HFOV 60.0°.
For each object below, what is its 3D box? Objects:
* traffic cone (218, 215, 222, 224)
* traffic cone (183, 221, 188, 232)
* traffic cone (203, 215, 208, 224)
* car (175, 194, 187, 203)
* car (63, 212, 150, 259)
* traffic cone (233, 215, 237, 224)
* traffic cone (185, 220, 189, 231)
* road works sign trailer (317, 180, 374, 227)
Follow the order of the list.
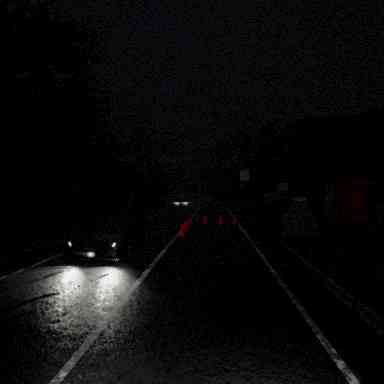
[{"bbox_3d":[1.893,1.858,22.205,0.340,0.580,0.340,0,0,4],"label":"traffic cone"},{"bbox_3d":[-0.494,1.878,16.359,0.340,0.580,0.340,0,0,4],"label":"traffic cone"},{"bbox_3d":[0.902,1.854,22.272,0.340,0.580,0.340,0,0,4],"label":"traffic cone"},{"bbox_3d":[-2.124,1.200,64.375,1.882,1.535,5.008,-1,0,-8],"label":"car"},{"bbox_3d":[-2.866,1.478,12.608,2.033,1.411,5.357,0,0,4],"label":"car"},{"bbox_3d":[2.866,1.863,22.271,0.340,0.580,0.340,0,0,10],"label":"traffic cone"},{"bbox_3d":[-0.360,1.868,18.355,0.340,0.580,0.340,0,0,4],"label":"traffic cone"},{"bbox_3d":[7.920,0.515,18.580,3.560,2.380,2.880,-5,7,-42],"label":"road works sign trailer"}]
